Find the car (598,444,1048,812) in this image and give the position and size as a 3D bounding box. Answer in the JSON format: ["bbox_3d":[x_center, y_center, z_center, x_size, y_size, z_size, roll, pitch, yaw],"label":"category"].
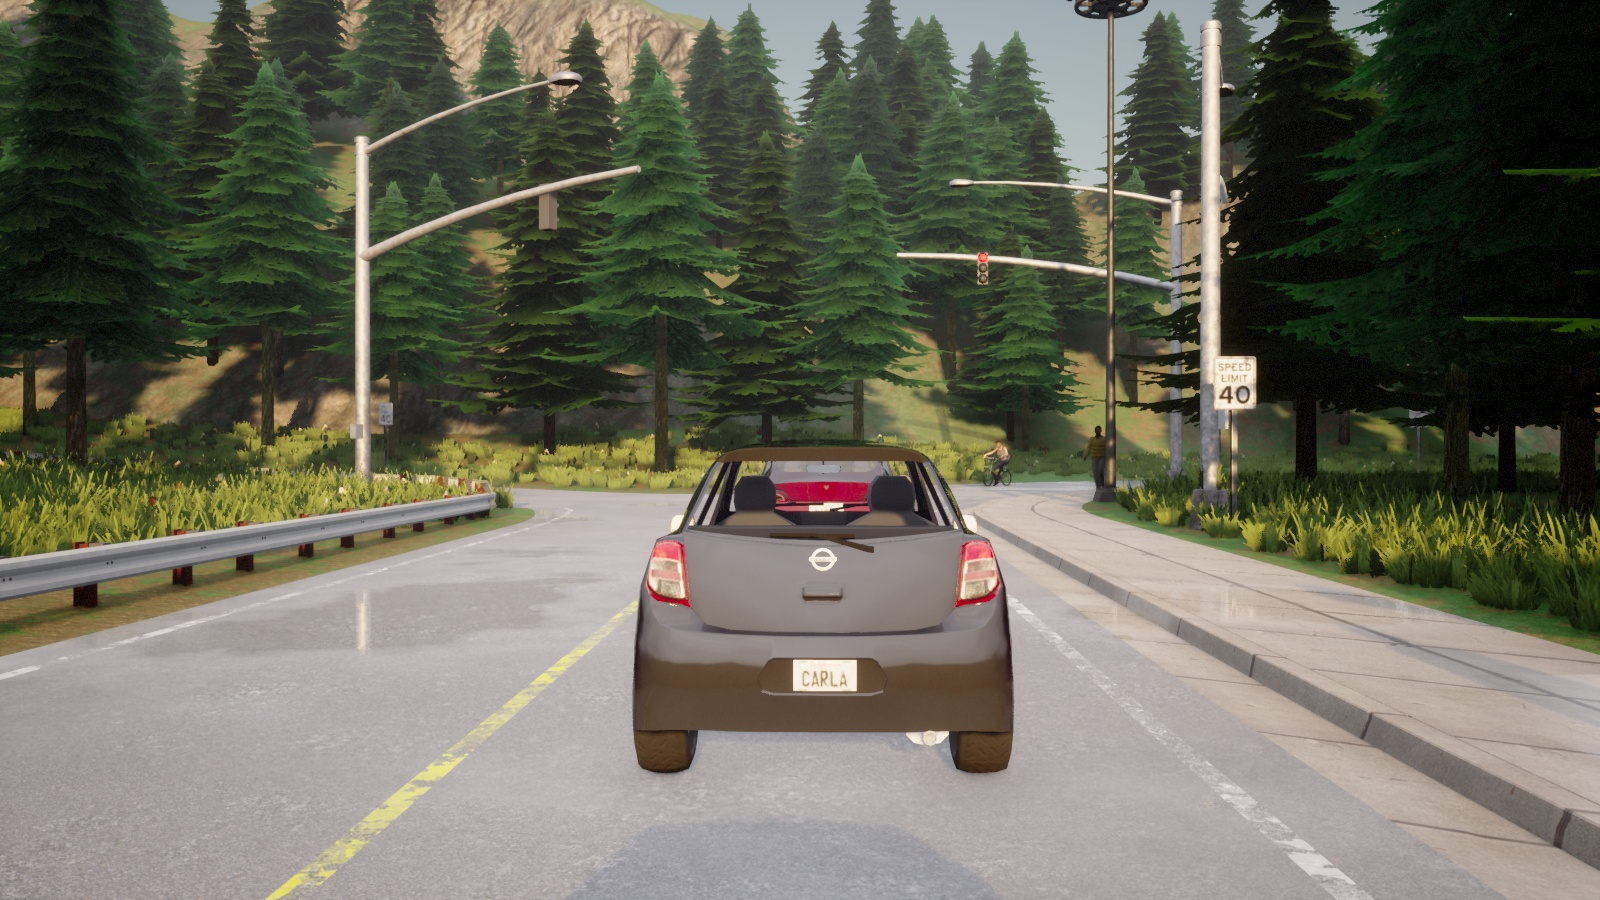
[{"bbox_3d":[0.128,0.721,6.971,1.845,1.501,3.633,0,0,1],"label":"car"}]

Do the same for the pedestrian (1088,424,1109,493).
[{"bbox_3d":[7.997,0.225,33.631,0.431,1.840,0.709,0,0,23],"label":"pedestrian"}]

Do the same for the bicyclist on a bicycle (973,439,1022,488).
[{"bbox_3d":[6.714,0.447,42.732,1.509,1.612,0.866,0,0,-41],"label":"bicyclist on a bicycle"}]
